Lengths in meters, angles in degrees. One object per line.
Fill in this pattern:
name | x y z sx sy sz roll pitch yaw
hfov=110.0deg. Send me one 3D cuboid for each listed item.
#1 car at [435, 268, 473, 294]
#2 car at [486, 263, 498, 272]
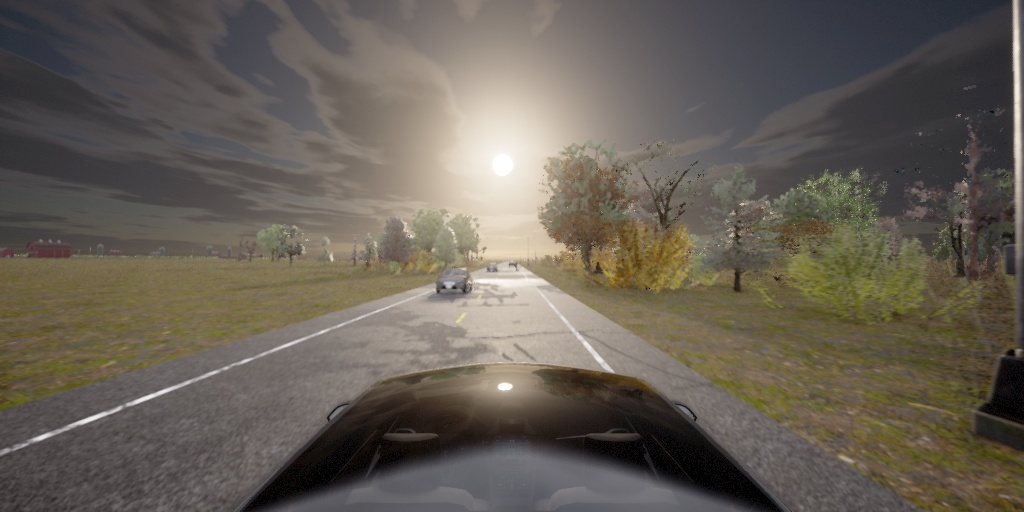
car | -3.604 1.519 23.011 2.128 1.511 4.902 0 -1 0
car | -3.533 2.047 64.483 2.128 1.511 4.902 0 -1 0
